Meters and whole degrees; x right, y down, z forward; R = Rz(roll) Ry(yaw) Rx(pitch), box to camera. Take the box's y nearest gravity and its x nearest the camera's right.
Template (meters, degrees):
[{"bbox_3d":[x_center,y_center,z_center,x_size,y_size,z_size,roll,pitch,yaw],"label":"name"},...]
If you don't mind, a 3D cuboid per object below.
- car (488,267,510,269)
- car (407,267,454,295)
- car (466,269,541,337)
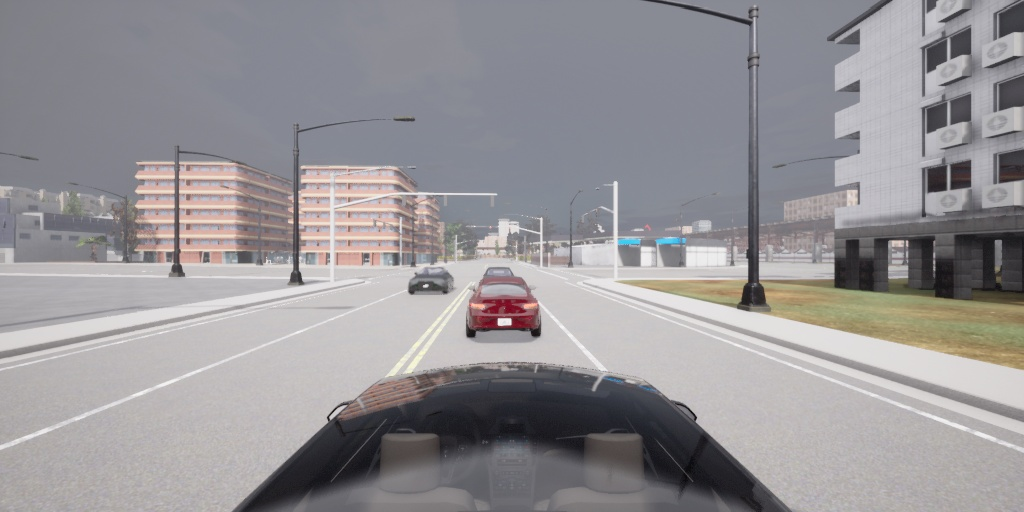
[{"bbox_3d":[-0.727,1.297,19.729,2.033,1.411,5.357,0,0,-3],"label":"car"},{"bbox_3d":[-4.360,1.315,19.803,1.994,1.385,4.181,0,0,-2],"label":"car"},{"bbox_3d":[-0.269,1.276,10.155,1.812,1.442,4.674,0,0,-3],"label":"car"}]
